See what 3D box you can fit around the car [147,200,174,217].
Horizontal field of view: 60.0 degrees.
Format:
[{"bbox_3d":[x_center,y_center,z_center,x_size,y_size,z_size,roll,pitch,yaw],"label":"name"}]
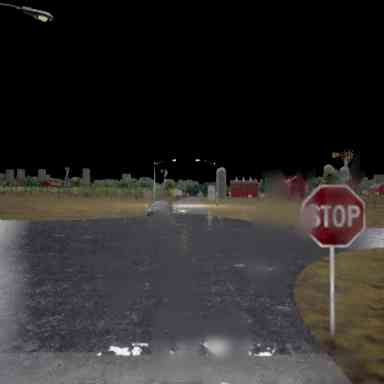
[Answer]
[{"bbox_3d":[-2.917,1.570,31.975,1.837,1.490,4.892,2,1,8],"label":"car"}]
